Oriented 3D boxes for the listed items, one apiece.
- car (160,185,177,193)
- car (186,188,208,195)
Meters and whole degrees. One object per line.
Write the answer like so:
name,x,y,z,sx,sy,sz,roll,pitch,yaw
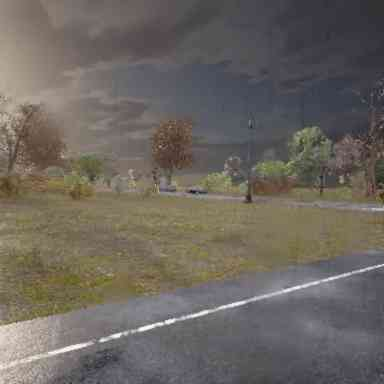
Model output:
car,-4.928,-0.645,68.928,2.128,1.511,4.902,0,2,-36
car,0.882,-0.152,60.827,1.895,1.301,4.718,0,2,-36
